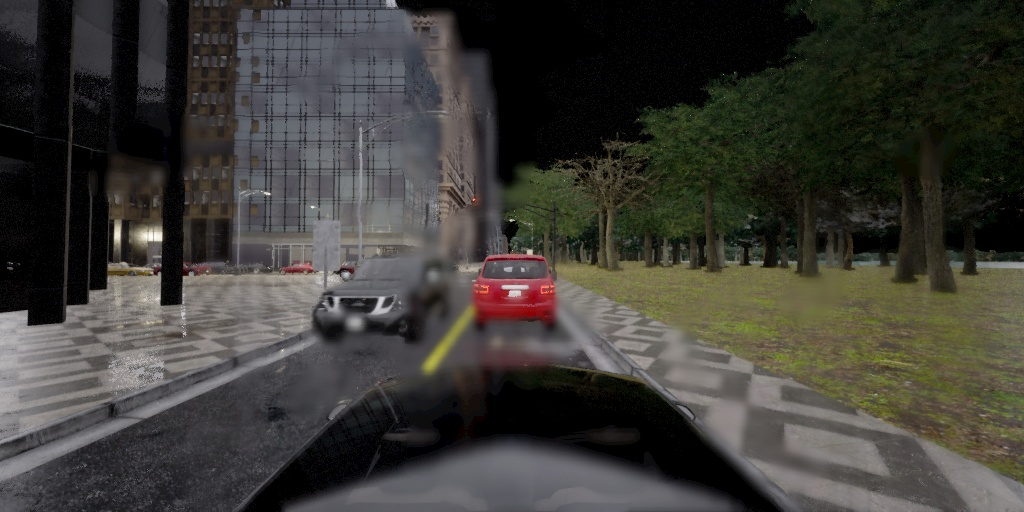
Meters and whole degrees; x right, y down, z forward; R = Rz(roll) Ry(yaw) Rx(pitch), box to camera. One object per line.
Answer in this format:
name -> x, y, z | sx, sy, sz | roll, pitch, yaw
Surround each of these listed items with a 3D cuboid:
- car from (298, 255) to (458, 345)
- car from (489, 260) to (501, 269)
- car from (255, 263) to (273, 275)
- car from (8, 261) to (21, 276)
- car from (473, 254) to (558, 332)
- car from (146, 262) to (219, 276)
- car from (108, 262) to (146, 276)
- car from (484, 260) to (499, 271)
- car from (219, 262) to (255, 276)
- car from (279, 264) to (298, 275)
car -> -3.070, 0.977, 9.835 | 2.150, 2.045, 5.566 | 0, 0, 0
car -> -2.973, 1.453, 63.153 | 1.994, 1.385, 4.181 | 0, 0, 1
car -> -29.923, 1.492, 41.195 | 4.313, 1.339, 1.948 | 0, 0, 0
car -> -46.392, 1.149, 32.674 | 4.097, 1.591, 1.967 | 0, 0, 0
car -> 0.104, 0.976, 11.072 | 2.150, 2.045, 5.566 | 0, 0, 0
car -> -29.928, 1.245, 32.673 | 4.507, 1.381, 1.888 | 0, 0, 0
car -> -35.246, 1.229, 32.673 | 4.829, 1.417, 1.751 | 0, 0, 0
car -> -3.038, 1.395, 53.109 | 2.033, 1.411, 5.357 | 0, 0, -3
car -> -29.040, 1.318, 35.357 | 5.357, 1.411, 2.033 | 0, -2, 0
car -> -24.436, 1.505, 41.195 | 4.207, 1.307, 1.802 | 0, 0, 0
